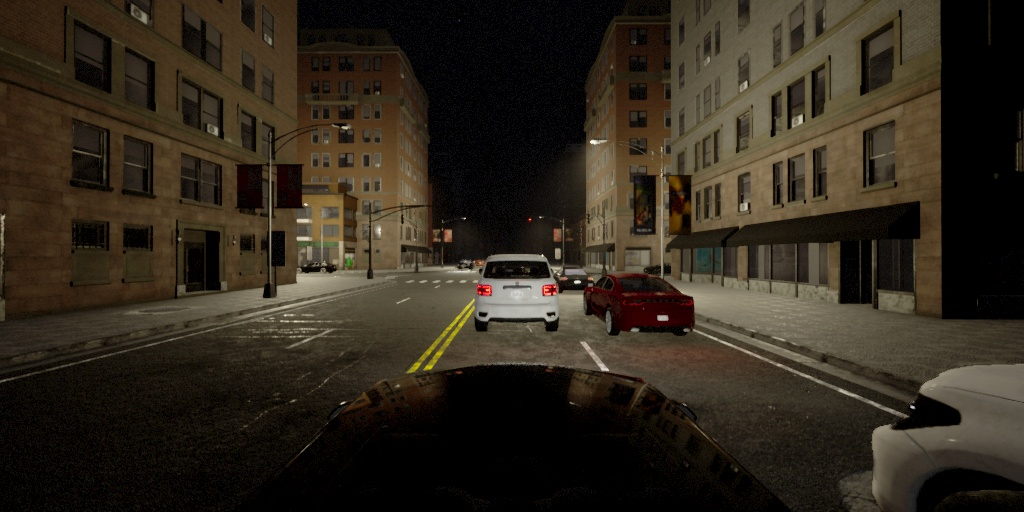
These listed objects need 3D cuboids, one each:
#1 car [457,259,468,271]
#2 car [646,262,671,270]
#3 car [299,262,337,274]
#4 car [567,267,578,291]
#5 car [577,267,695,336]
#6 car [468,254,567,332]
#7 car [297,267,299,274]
[{"bbox_3d":[-6.488,1.234,50.255,2.128,1.511,4.902,0,0,0],"label":"car"},{"bbox_3d":[16.112,1.350,37.882,4.181,1.385,1.994,0,0,0],"label":"car"},{"bbox_3d":[-22.042,1.325,40.345,4.313,1.339,1.948,0,0,0],"label":"car"},{"bbox_3d":[3.389,1.313,20.529,1.994,1.385,4.181,0,0,0],"label":"car"},{"bbox_3d":[3.369,1.227,10.441,1.882,1.535,5.008,0,0,0],"label":"car"},{"bbox_3d":[0.123,0.971,11.009,2.150,2.045,5.566,0,0,0],"label":"car"},{"bbox_3d":[-22.101,1.169,32.320,4.097,1.591,1.967,0,0,0],"label":"car"}]
